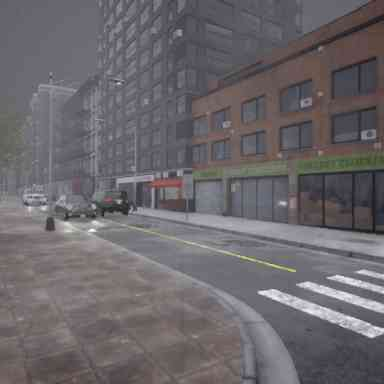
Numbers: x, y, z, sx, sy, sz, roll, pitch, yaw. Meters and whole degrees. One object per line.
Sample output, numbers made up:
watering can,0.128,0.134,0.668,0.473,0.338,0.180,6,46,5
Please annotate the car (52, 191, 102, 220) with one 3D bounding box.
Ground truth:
car,-8.295,0.965,23.585,2.097,1.767,4.553,0,1,-33

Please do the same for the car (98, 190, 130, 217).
car,-6.813,0.828,26.760,2.150,2.045,5.566,0,1,-32

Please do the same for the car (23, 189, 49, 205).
car,-19.933,0.617,41.973,2.150,2.045,5.566,0,0,-33

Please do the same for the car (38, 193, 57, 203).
car,-21.965,0.884,50.439,1.837,1.490,4.892,0,0,-33
